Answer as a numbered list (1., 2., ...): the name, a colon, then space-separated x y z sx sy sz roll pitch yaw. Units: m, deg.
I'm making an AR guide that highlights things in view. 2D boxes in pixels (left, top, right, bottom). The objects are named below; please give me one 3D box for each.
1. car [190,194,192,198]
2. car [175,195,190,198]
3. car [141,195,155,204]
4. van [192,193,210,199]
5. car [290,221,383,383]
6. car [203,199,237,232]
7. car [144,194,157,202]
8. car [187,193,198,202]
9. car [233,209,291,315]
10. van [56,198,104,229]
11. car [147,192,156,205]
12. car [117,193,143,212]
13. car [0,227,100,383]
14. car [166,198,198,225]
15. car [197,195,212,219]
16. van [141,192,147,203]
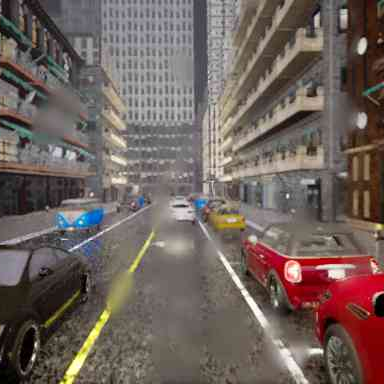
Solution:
1. car: 0.321 1.103 57.349 1.887 1.381 4.507 -1 0 -2
2. car: -1.489 1.228 40.996 1.812 1.442 4.674 -1 0 -2
3. car: -7.552 1.204 57.017 1.947 1.339 4.313 -1 0 -2
4. van: 1.202 1.062 35.170 1.690 1.788 3.998 -1 0 -2
5. car: 2.531 1.275 1.903 2.192 1.841 5.009 -1 0 -2
6. car: 1.864 1.365 18.708 1.752 1.417 4.829 -1 0 -2
7. car: -7.774 1.142 62.561 1.887 1.381 4.507 -1 0 -2
8. car: 0.092 1.041 63.064 1.752 1.417 4.829 -1 0 -2
9. car: 2.312 1.360 7.448 1.967 1.590 4.097 -1 0 -2
10. van: -6.006 1.262 18.203 1.690 1.788 3.998 -1 0 -2
11. car: -7.336 0.994 51.470 2.192 1.841 5.009 -1 0 -2
12. car: -6.668 1.241 34.837 1.967 1.590 4.097 -1 0 -2
13. car: -3.004 1.553 5.216 1.994 1.385 4.181 -1 0 -2
14. car: -0.770 1.361 22.672 1.812 1.442 4.674 -1 1 -2
15. car: 1.648 1.241 24.082 1.967 1.590 4.097 -1 0 -2
16. van: -6.892 1.102 40.381 1.690 1.788 3.998 -1 0 -2
